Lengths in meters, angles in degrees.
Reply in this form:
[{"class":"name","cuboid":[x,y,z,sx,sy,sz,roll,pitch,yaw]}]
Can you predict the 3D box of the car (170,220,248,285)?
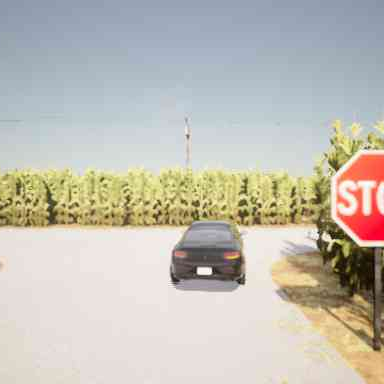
[{"class":"car","cuboid":[0.590,1.528,9.434,1.812,1.442,4.674,0,0,8]}]
